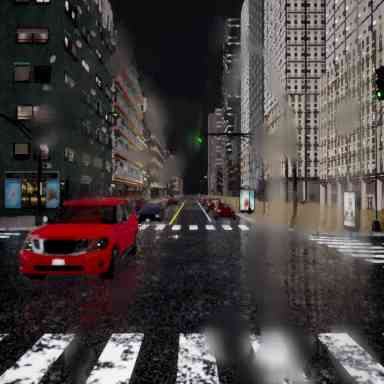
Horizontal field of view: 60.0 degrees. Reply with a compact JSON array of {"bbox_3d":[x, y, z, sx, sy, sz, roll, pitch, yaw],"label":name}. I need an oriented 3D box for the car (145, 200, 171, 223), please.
[{"bbox_3d":[-3.048,1.558,25.539,2.033,1.411,5.357,0,0,0],"label":"car"}]

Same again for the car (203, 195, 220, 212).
[{"bbox_3d":[2.625,1.457,38.946,1.967,1.590,4.097,0,0,0],"label":"car"}]

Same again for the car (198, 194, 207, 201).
[{"bbox_3d":[2.542,1.376,83.167,2.192,1.841,5.009,0,0,0],"label":"car"}]

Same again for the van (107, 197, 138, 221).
[{"bbox_3d":[-5.734,1.352,27.876,1.690,1.788,3.998,0,0,0],"label":"van"}]

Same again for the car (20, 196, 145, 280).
[{"bbox_3d":[-3.019,1.229,10.259,2.150,2.045,5.566,0,0,0],"label":"car"}]

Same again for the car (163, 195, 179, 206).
[{"bbox_3d":[-3.101,1.602,53.957,1.895,1.301,4.718,0,0,0],"label":"car"}]

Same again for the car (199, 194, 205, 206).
[{"bbox_3d":[2.593,1.469,55.529,1.967,1.590,4.097,0,0,0],"label":"car"}]

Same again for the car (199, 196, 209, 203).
[{"bbox_3d":[2.561,1.592,72.112,1.887,1.381,4.507,0,0,0],"label":"car"}]

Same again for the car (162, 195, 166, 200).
[{"bbox_3d":[-5.829,1.494,77.624,1.967,1.590,4.097,0,0,0],"label":"car"}]

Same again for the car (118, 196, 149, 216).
[{"bbox_3d":[-5.744,1.329,33.403,2.192,1.841,5.009,0,0,0],"label":"car"}]

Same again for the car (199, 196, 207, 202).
[{"bbox_3d":[2.551,1.636,77.639,1.802,1.307,4.206,0,0,0],"label":"car"}]

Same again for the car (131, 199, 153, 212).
[{"bbox_3d":[-5.757,1.562,38.931,1.887,1.381,4.507,0,0,0],"label":"car"}]

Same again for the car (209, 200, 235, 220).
[{"bbox_3d":[2.645,1.592,27.890,1.802,1.307,4.206,0,0,0],"label":"car"}]

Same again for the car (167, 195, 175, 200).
[{"bbox_3d":[-5.861,1.643,94.207,1.947,1.339,4.313,0,0,0],"label":"car"}]
